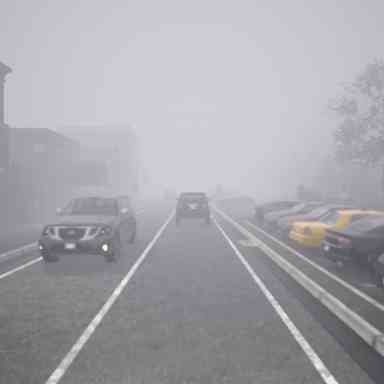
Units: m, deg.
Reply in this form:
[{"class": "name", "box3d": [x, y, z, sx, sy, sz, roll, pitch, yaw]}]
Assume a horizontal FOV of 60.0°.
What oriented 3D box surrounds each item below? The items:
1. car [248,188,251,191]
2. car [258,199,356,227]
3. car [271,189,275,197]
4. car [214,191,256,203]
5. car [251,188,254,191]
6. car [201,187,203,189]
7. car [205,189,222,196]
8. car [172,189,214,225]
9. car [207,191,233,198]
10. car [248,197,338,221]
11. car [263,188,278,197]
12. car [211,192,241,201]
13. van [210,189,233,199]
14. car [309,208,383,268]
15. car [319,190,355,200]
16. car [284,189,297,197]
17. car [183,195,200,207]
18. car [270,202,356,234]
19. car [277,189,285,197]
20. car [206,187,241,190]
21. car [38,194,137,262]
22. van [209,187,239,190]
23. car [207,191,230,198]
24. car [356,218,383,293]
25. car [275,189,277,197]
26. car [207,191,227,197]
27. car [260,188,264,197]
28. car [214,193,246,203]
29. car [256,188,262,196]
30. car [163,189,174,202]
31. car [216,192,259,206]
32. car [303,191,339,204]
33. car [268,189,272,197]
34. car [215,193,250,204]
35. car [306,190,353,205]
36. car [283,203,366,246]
[{"class": "car", "box3d": [18.891, 0.067, 93.569, 4.553, 1.767, 2.185, 0, 1, 0]}, {"class": "car", "box3d": [6.106, 1.272, 17.421, 4.674, 1.452, 2.002, 0, 1, 0]}, {"class": "car", "box3d": [18.956, 0.660, 65.724, 5.008, 1.535, 2.097, 0, 1, 0]}, {"class": "car", "box3d": [5.705, 0.970, 46.222, 5.366, 1.575, 1.946, 0, 1, 0]}, {"class": "car", "box3d": [18.922, 0.290, 88.002, 5.008, 1.535, 2.097, 0, 1, 0]}, {"class": "car", "box3d": [5.657, 0.191, 93.532, 5.366, 1.575, 1.946, 0, 1, 0]}, {"class": "car", "box3d": [5.814, 0.117, 90.747, 4.553, 1.767, 2.185, 0, 1, 0]}, {"class": "car", "box3d": [0.048, 0.994, 22.376, 2.150, 2.045, 5.566, 0, 1, 0]}, {"class": "car", "box3d": [6.050, 0.568, 71.268, 5.366, 1.575, 1.946, 0, 1, 0]}, {"class": "car", "box3d": [6.137, 1.222, 20.247, 4.792, 1.488, 2.163, 0, 1, 0]}, {"class": "car", "box3d": [18.973, 0.399, 74.076, 4.553, 1.767, 2.185, 0, 1, 0]}, {"class": "car", "box3d": [5.873, 0.796, 57.354, 4.892, 1.521, 2.231, 0, 1, 0]}, {"class": "van", "box3d": [5.754, 0.435, 65.698, 4.442, 1.987, 1.878, 0, 1, 0]}, {"class": "car", "box3d": [6.085, 1.351, 8.943, 5.008, 1.535, 2.097, 0, 1, 0]}, {"class": "car", "box3d": [18.942, 0.891, 43.445, 4.553, 1.767, 2.185, 0, 1, 0]}, {"class": "car", "box3d": [18.928, 0.668, 57.369, 4.553, 1.767, 2.185, 0, 1, 0]}, {"class": "car", "box3d": [-0.039, 1.072, 41.553, 1.994, 1.385, 4.181, 0, 1, 0]}, {"class": "car", "box3d": [6.101, 1.312, 14.595, 4.674, 1.452, 2.002, 0, 1, 0]}, {"class": "car", "box3d": [18.984, 0.496, 60.276, 5.566, 2.045, 2.435, 0, 1, 0]}, {"class": "car", "box3d": [5.845, 0.454, 62.915, 5.566, 2.045, 2.435, 0, 1, 0]}, {"class": "car", "box3d": [-3.367, 1.106, 11.941, 2.150, 2.045, 5.566, 0, 1, 0]}, {"class": "van", "box3d": [5.760, 0.522, 60.257, 4.442, 1.987, 1.878, 0, 1, 0]}, {"class": "car", "box3d": [5.868, 0.527, 74.051, 4.892, 1.521, 2.231, 0, 1, 0]}, {"class": "car", "box3d": [6.090, 1.391, 6.119, 5.008, 1.535, 2.097, 0, 1, 0]}, {"class": "car", "box3d": [19.139, 0.700, 63.065, 5.366, 1.575, 1.946, 0, 1, 0]}, {"class": "car", "box3d": [5.859, 0.473, 79.618, 4.674, 1.452, 2.002, 0, 1, 0]}, {"class": "car", "box3d": [18.945, 0.480, 76.864, 4.892, 1.521, 2.231, 0, 1, 0]}, {"class": "car", "box3d": [5.888, 0.924, 51.788, 4.674, 1.452, 2.002, 0, 1, 0]}, {"class": "car", "box3d": [18.908, 0.181, 79.643, 5.566, 2.045, 2.435, 0, 1, 0]}, {"class": "car", "box3d": [-3.512, 0.536, 54.149, 2.150, 2.045, 5.566, 0, 1, 0]}, {"class": "car", "box3d": [5.909, 1.055, 43.581, 4.674, 1.452, 2.002, 1, 1, 0]}, {"class": "car", "box3d": [18.999, 0.800, 49.140, 4.553, 1.767, 2.185, 0, 1, 0]}, {"class": "car", "box3d": [18.918, 0.645, 68.511, 4.792, 1.488, 2.163, 0, 1, 0]}, {"class": "car", "box3d": [5.917, 0.958, 49.005, 4.792, 1.488, 2.163, 0, 1, 0]}, {"class": "car", "box3d": [18.999, 0.721, 46.229, 5.566, 2.045, 2.435, 0, 1, 0]}, {"class": "car", "box3d": [6.280, 1.309, 11.769, 5.366, 1.575, 1.946, 0, 1, 0]}]
